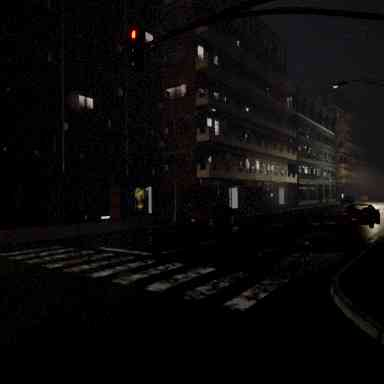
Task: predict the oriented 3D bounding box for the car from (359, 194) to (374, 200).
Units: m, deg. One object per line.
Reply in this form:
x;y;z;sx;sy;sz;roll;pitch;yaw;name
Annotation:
37.011;1.306;71.148;1.802;1.307;4.206;-1;0;36;car

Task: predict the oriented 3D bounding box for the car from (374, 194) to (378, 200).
43.720;1.245;80.321;1.947;1.339;4.313;-1;0;36;car

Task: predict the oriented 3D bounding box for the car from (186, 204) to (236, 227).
1.385;1.527;22.658;1.887;1.381;4.507;-1;0;36;car

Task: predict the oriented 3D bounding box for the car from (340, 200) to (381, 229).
10.314;1.375;20.279;1.887;1.381;4.507;-1;0;36;car

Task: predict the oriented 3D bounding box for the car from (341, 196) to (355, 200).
26.946;1.360;57.388;1.947;1.339;4.313;-1;0;36;car
